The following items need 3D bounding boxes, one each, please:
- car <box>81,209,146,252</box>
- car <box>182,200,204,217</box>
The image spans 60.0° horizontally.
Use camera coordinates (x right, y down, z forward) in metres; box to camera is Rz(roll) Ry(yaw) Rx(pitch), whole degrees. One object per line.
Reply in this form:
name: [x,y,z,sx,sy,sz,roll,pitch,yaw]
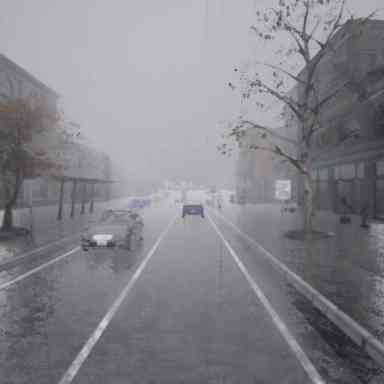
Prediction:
car: [-3.103,1.490,13.905,2.128,1.511,4.902,0,0,0]
car: [0.094,1.479,30.781,1.882,1.535,5.008,0,0,0]
